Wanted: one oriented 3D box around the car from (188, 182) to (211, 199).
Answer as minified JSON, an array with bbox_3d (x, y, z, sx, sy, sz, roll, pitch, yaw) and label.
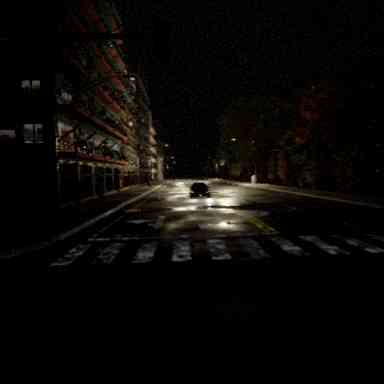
[{"bbox_3d":[0.644,-0.165,30.810,1.812,1.442,4.674,-2,4,-2],"label":"car"}]
